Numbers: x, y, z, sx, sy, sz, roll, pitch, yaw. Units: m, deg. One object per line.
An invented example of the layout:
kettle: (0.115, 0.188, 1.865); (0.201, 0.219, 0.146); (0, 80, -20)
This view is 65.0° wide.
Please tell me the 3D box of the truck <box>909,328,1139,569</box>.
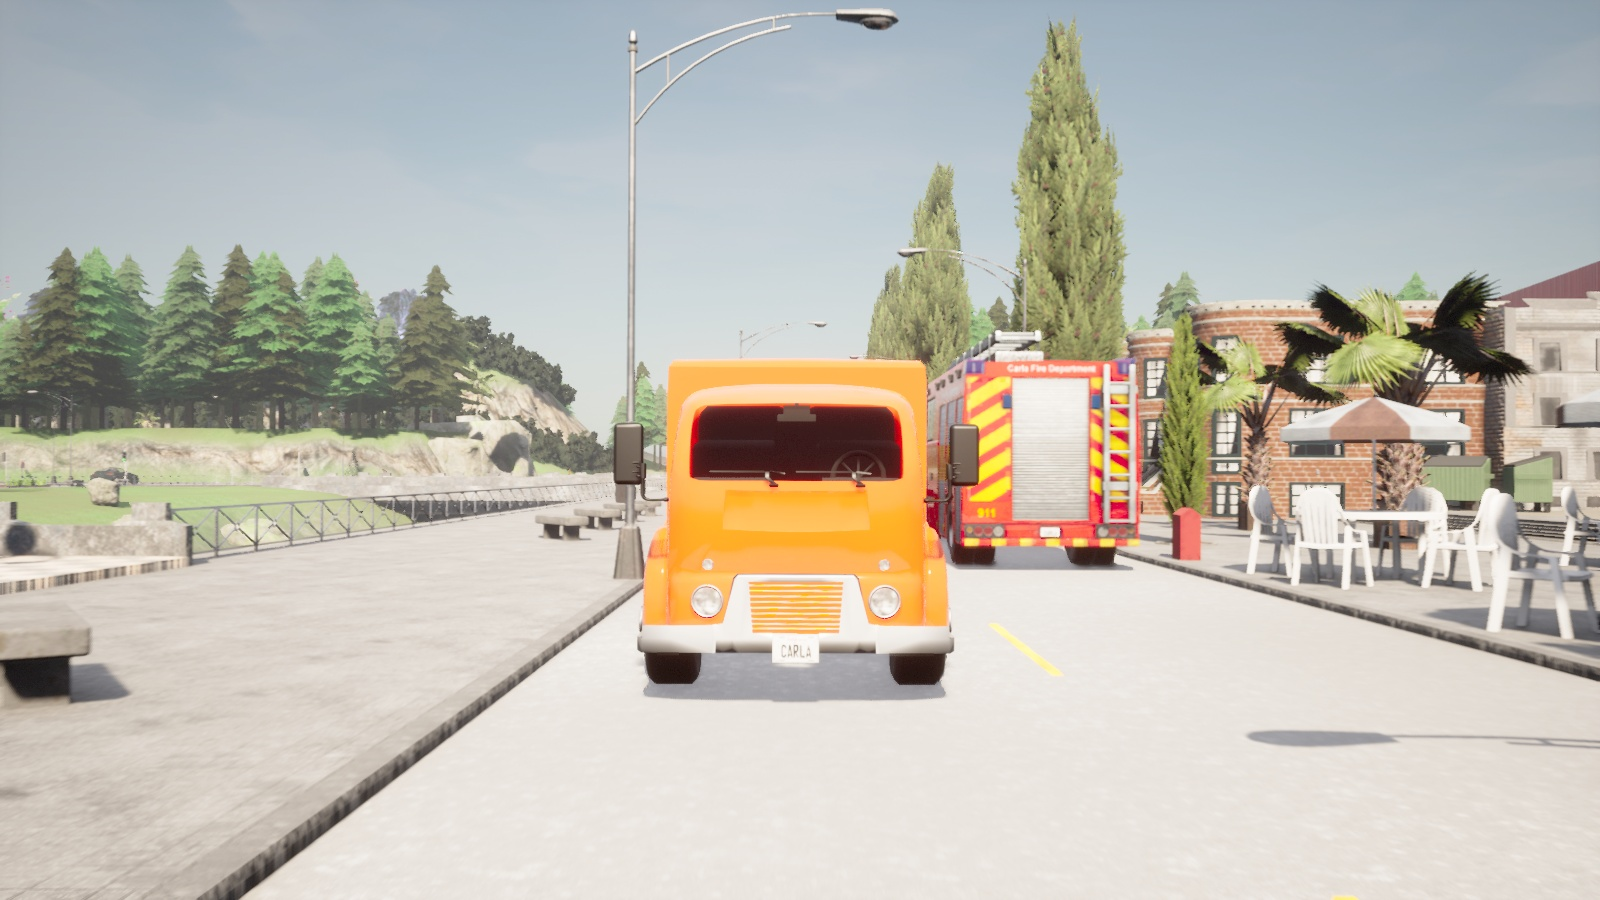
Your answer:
truck: (3.932, 0.040, 24.267); (2.891, 3.827, 8.468); (0, -1, 0)

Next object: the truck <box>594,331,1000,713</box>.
truck: (-0.030, 0.508, 10.750); (2.627, 2.467, 5.204); (0, -1, 0)
